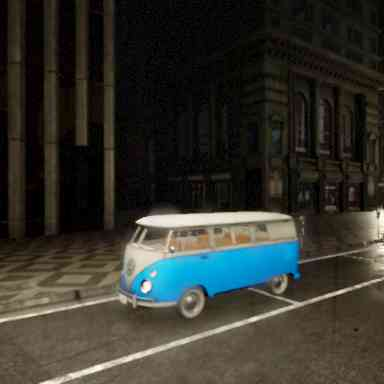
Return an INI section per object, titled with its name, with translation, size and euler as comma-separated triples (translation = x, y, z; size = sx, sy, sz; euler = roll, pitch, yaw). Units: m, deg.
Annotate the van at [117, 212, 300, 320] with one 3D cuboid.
[van]
translation = 0.510, 1.342, 7.017
size = 3.998, 1.788, 1.690
euler = 0, 0, -36
